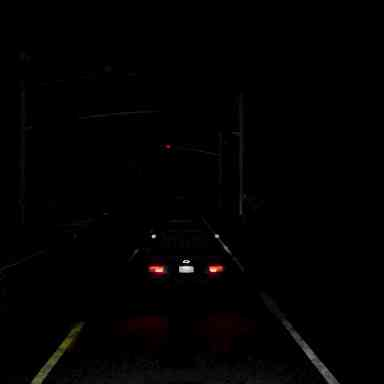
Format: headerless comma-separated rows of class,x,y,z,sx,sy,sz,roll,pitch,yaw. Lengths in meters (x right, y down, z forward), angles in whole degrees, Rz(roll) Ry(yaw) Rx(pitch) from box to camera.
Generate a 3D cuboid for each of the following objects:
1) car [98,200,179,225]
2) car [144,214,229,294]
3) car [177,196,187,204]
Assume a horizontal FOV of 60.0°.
car,-3.966,1.541,24.160,5.357,1.411,2.033,0,0,-28
car,-0.175,1.547,8.963,2.033,1.411,5.357,0,0,-1
car,-1.982,1.525,63.433,1.812,1.442,4.674,0,0,-2
